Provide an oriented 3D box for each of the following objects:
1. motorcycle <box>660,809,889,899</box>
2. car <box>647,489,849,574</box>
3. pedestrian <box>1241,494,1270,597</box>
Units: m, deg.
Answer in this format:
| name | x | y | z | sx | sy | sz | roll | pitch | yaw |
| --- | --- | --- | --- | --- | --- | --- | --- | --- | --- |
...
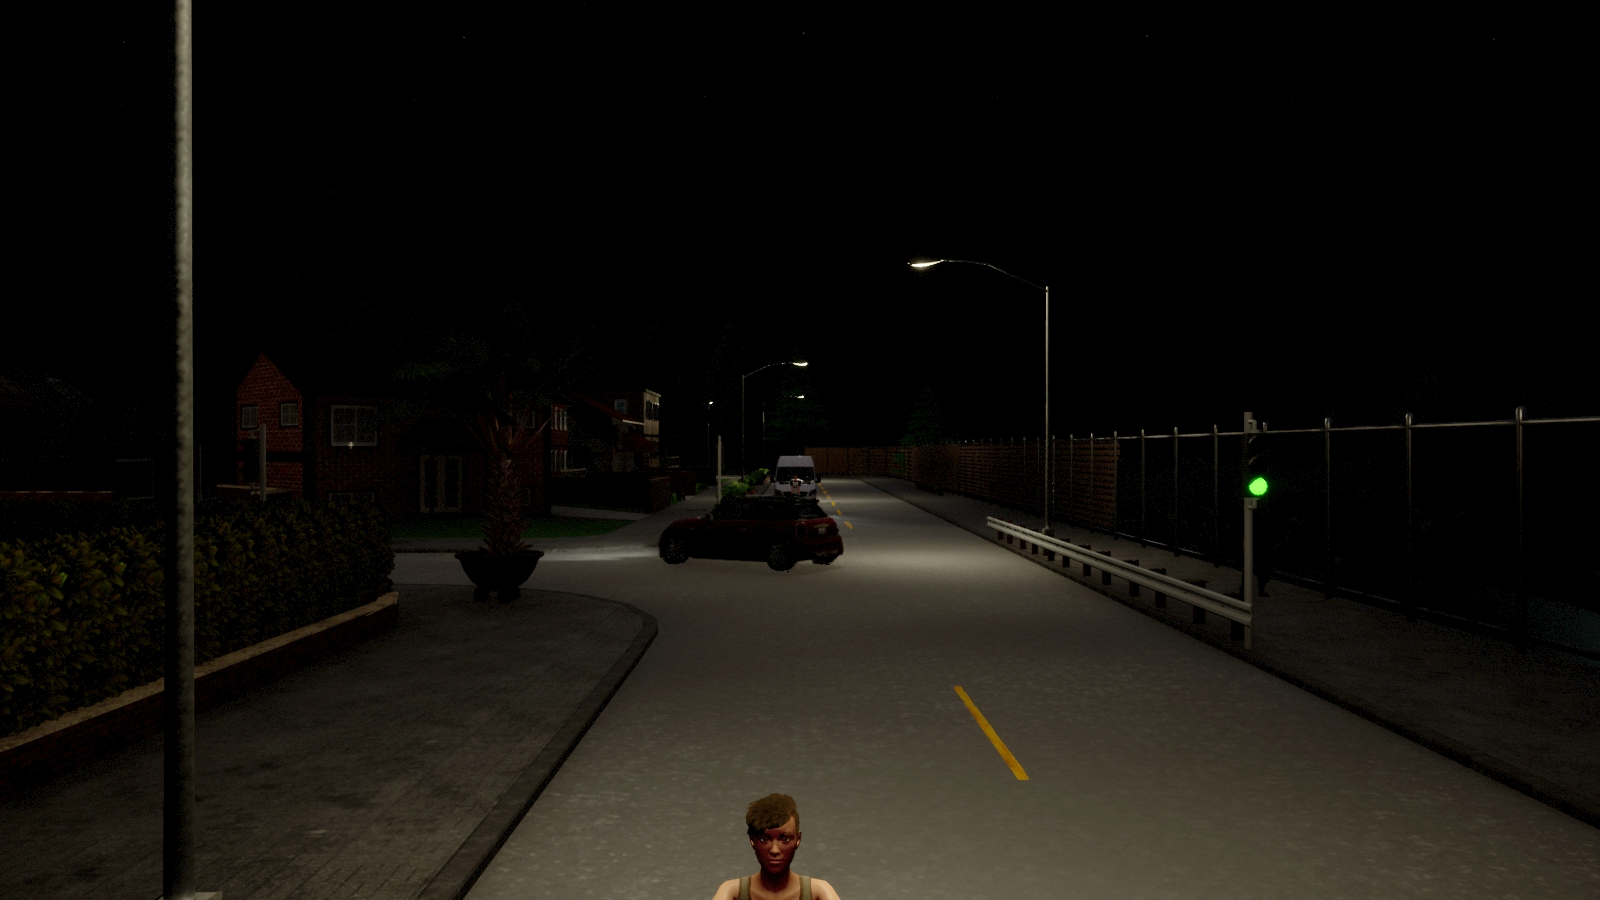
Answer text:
| name | x | y | z | sx | sy | sz | roll | pitch | yaw |
| --- | --- | --- | --- | --- | --- | --- | --- | --- | --- |
| motorcycle | -0.084 | 2.157 | 3.590 | 0.764 | 1.307 | 2.356 | 0 | 0 | -1 |
| car | -1.305 | 1.916 | 27.997 | 4.553 | 1.767 | 2.097 | 0 | 0 | 32 |
| pedestrian | 8.361 | 1.752 | 20.984 | 0.375 | 1.860 | 0.375 | 0 | 0 | -3 |
